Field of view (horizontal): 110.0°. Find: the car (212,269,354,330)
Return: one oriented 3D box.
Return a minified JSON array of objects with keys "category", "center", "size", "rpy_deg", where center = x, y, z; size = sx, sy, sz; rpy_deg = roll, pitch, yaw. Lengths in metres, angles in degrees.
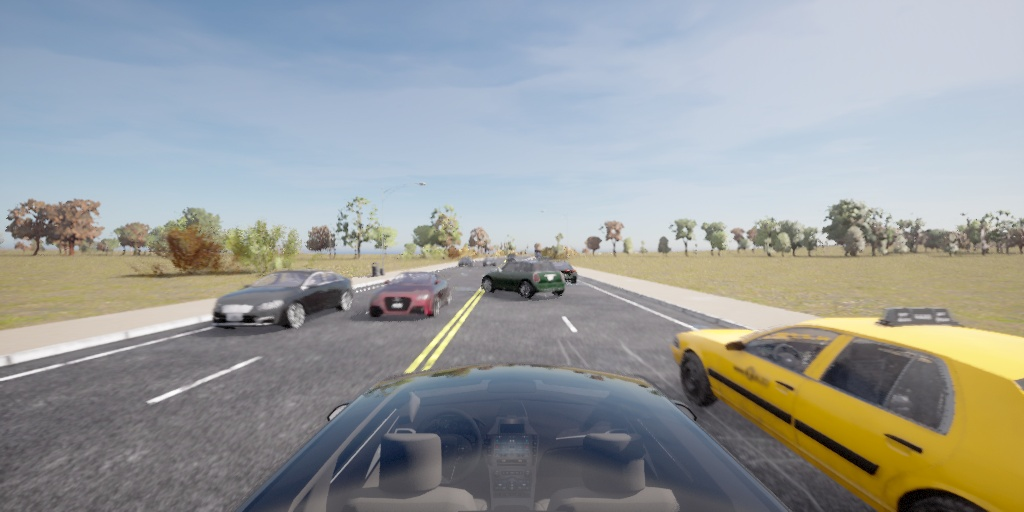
[{"category":"car","center":[-6.599,1.174,10.978],"size":[2.128,1.511,4.902],"rpy_deg":[0,0,0]}]

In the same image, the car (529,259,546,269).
[{"category":"car","center":[3.241,1.013,47.012],"size":[1.895,1.301,4.718],"rpy_deg":[0,0,0]}]

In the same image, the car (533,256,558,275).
[{"category":"car","center":[3.244,0.848,35.950],"size":[2.097,1.767,4.553],"rpy_deg":[0,0,0]}]

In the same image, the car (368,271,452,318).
[{"category":"car","center":[-3.349,1.235,12.467],"size":[1.994,1.385,4.181],"rpy_deg":[0,0,0]}]

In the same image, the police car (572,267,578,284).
[{"category":"police car","center":[3.246,1.083,24.982],"size":[2.038,1.542,4.974],"rpy_deg":[0,0,0]}]

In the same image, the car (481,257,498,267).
[{"category":"car","center":[-3.322,0.854,53.599],"size":[2.128,1.511,4.902],"rpy_deg":[0,0,0]}]

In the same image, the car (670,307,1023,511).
[{"category":"car","center":[3.249,1.196,3.172],"size":[1.801,1.575,5.366],"rpy_deg":[0,0,0]}]

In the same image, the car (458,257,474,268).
[{"category":"car","center":[-6.571,0.883,51.606],"size":[1.837,1.490,4.892],"rpy_deg":[0,0,0]}]

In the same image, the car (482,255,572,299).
[{"category":"car","center":[0.432,0.985,17.566],"size":[2.097,1.767,4.553],"rpy_deg":[0,0,-37]}]
